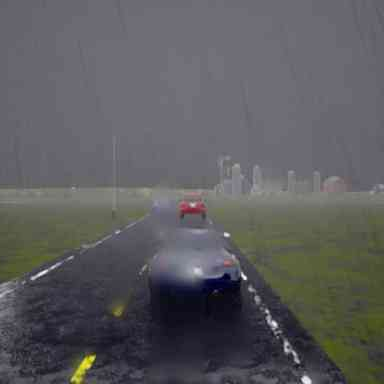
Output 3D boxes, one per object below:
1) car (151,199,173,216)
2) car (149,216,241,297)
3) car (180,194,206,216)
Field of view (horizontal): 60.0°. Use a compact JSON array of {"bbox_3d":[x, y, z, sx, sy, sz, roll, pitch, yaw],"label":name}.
[{"bbox_3d":[-2.862,1.461,32.697,1.882,1.535,5.008,0,0,0],"label":"car"},{"bbox_3d":[0.071,1.559,8.652,1.994,1.385,4.181,0,0,0],"label":"car"},{"bbox_3d":[0.082,1.207,29.538,2.150,2.045,5.566,0,0,0],"label":"car"}]
